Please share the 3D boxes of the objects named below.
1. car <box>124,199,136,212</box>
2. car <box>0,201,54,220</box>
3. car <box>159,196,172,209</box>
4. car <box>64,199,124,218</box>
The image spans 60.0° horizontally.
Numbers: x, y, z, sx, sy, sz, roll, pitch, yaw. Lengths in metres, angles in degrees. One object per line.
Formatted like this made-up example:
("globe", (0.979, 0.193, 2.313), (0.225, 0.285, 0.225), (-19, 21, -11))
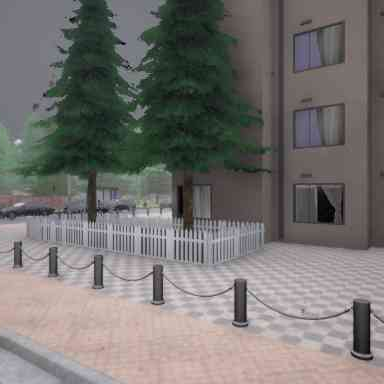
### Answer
("car", (-8.340, 1.476, 36.690), (2.128, 1.511, 4.902), (0, 0, 37))
("car", (-14.321, 1.510, 28.705), (1.812, 1.442, 4.674), (0, 0, 37))
("car", (-2.398, 1.338, 44.557), (2.097, 1.767, 4.553), (0, 0, 37))
("car", (-8.941, 1.476, 29.733), (2.128, 1.511, 4.902), (0, 0, 37))
